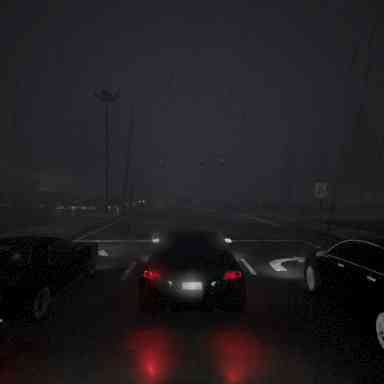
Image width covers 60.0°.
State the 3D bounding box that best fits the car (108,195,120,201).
[{"bbox_3d":[-19.805,1.477,84.587,1.882,1.535,5.008,0,0,0],"label":"car"}]

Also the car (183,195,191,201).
[{"bbox_3d":[-1.306,1.521,86.765,2.128,1.511,4.902,0,0,0],"label":"car"}]

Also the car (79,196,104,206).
[{"bbox_3d":[-16.381,1.601,54.596,1.895,1.301,4.718,0,0,0],"label":"car"}]

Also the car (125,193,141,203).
[{"bbox_3d":[-12.802,1.500,71.119,1.837,1.490,4.892,0,0,0],"label":"car"}]

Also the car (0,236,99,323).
[{"bbox_3d":[-3.495,1.601,7.158,1.895,1.301,4.718,0,0,0],"label":"car"}]

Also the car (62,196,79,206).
[{"bbox_3d":[-19.877,1.506,55.233,1.837,1.490,4.892,0,0,0],"label":"car"}]

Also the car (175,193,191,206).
[{"bbox_3d":[-1.299,1.352,55.393,2.097,1.767,4.553,0,0,0],"label":"car"}]

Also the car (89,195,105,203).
[{"bbox_3d":[-19.802,1.478,69.479,1.882,1.535,5.008,0,0,0],"label":"car"}]

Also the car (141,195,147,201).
[{"bbox_3d":[-12.805,1.488,86.218,2.128,1.511,4.902,0,0,0],"label":"car"}]

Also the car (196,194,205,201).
[{"bbox_3d":[2.194,1.350,86.719,2.097,1.767,4.553,0,0,0],"label":"car"}]

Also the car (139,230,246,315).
[{"bbox_3d":[0.006,1.564,7.659,1.994,1.385,4.181,0,0,0],"label":"car"}]

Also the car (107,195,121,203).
[{"bbox_3d":[-16.302,1.500,69.764,1.837,1.490,4.892,0,0,0],"label":"car"}]

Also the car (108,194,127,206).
[{"bbox_3d":[-12.879,1.505,56.131,1.837,1.490,4.892,0,0,0],"label":"car"}]

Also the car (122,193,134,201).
[{"bbox_3d":[-16.305,1.213,85.069,2.150,2.045,5.566,0,0,0],"label":"car"}]

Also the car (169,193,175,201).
[{"bbox_3d":[-4.805,1.220,86.402,2.150,2.045,5.566,0,0,0],"label":"car"}]

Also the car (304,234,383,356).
[{"bbox_3d":[3.503,1.505,5.836,1.837,1.490,4.892,0,0,0],"label":"car"}]
